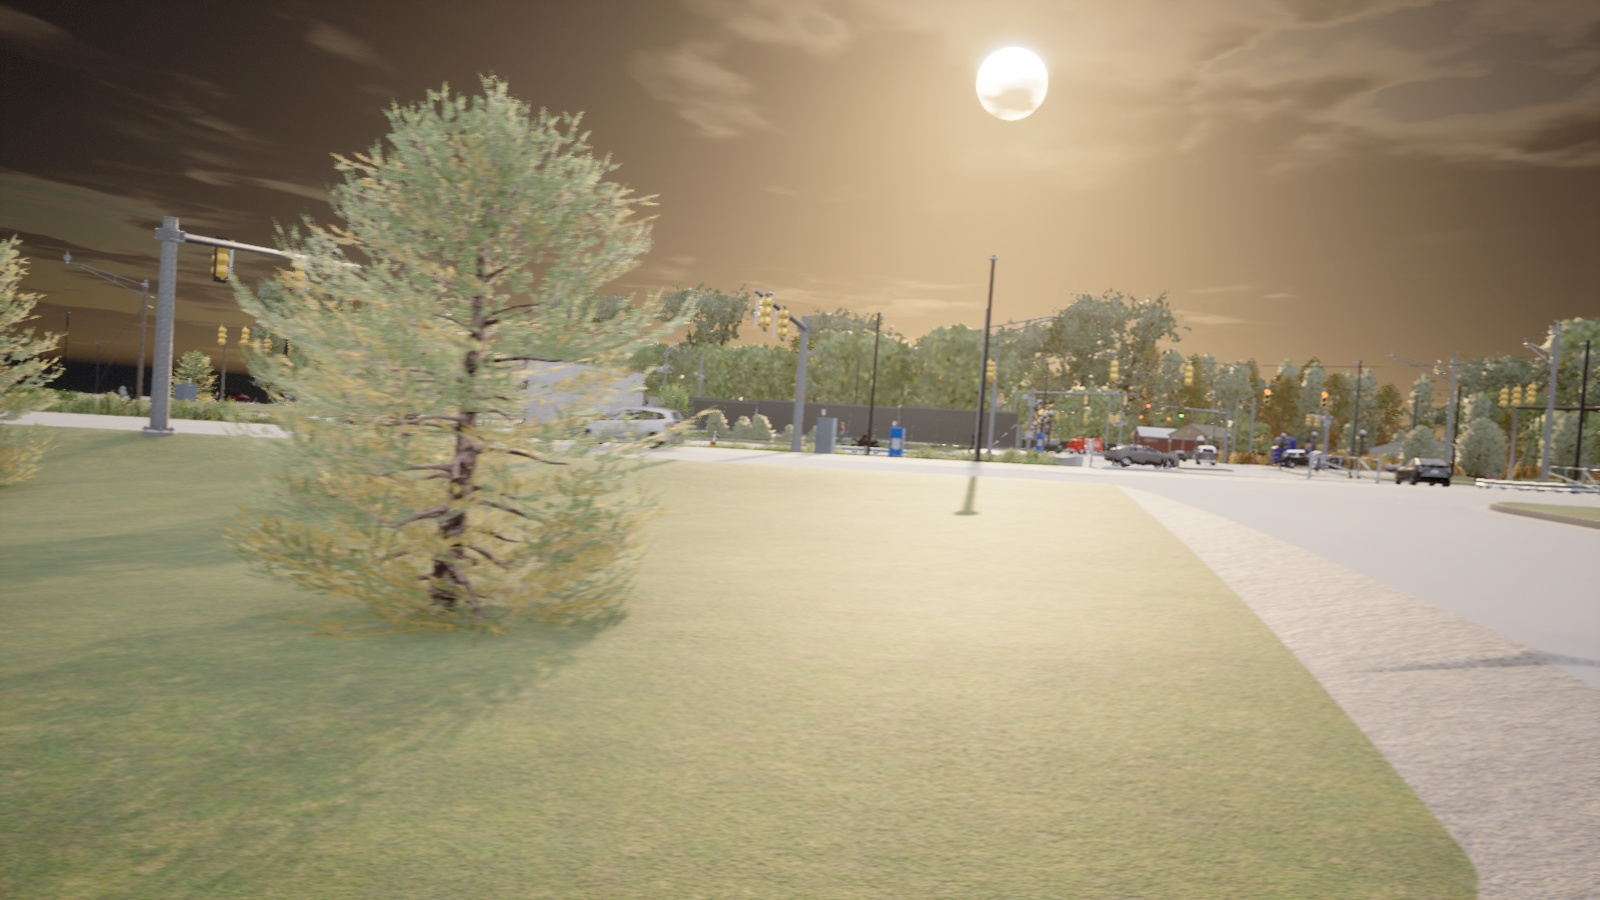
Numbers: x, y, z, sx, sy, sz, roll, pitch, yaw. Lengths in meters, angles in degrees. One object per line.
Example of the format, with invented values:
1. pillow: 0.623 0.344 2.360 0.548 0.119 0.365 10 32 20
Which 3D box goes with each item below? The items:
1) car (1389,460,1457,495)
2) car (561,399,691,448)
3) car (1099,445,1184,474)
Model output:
1. car: 31.868 1.385 64.372 2.007 1.525 4.514 4 1 13
2. car: -6.921 -1.046 50.214 4.611 1.667 2.242 3 1 10
3. car: 22.428 0.621 82.586 4.902 1.511 2.128 3 2 -6
